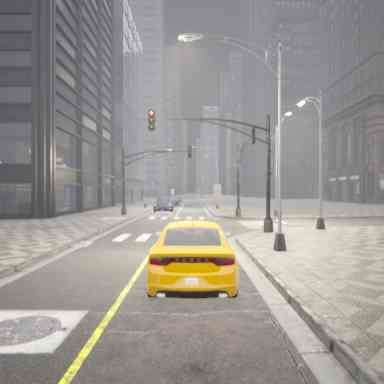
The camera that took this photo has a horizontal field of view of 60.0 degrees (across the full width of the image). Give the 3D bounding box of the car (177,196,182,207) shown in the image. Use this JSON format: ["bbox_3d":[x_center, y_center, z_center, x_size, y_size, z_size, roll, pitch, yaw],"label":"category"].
[{"bbox_3d":[-3.097,1.474,53.031,1.882,1.535,5.008,0,0,0],"label":"car"}]

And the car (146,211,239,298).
[{"bbox_3d":[0.028,1.476,8.539,1.882,1.535,5.008,0,0,1],"label":"car"}]

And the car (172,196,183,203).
[{"bbox_3d":[-3.018,1.533,68.687,2.033,1.411,5.357,0,0,0],"label":"car"}]

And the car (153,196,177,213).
[{"bbox_3d":[-3.104,1.347,36.985,2.097,1.767,4.553,0,0,0],"label":"car"}]
